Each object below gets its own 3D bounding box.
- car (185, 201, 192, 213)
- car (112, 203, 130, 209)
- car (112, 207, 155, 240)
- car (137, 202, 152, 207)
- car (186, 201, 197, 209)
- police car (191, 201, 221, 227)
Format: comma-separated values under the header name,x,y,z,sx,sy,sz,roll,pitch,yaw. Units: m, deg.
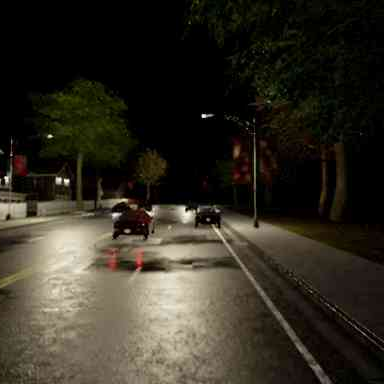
name,x,y,z,sx,sy,sz,roll,pitch,yaw
car,0.018,2.154,46.625,1.812,1.442,4.674,0,-1,0
car,-9.838,2.191,46.476,1.994,1.385,4.181,0,-1,0
car,-3.152,1.757,18.521,1.812,1.442,4.674,0,-1,0
car,-6.589,2.150,46.344,1.812,1.442,4.674,0,-1,0
car,-0.013,2.451,64.551,2.033,1.411,5.357,0,-1,0
police car,1.132,1.754,25.642,1.930,1.638,5.238,0,-1,0
